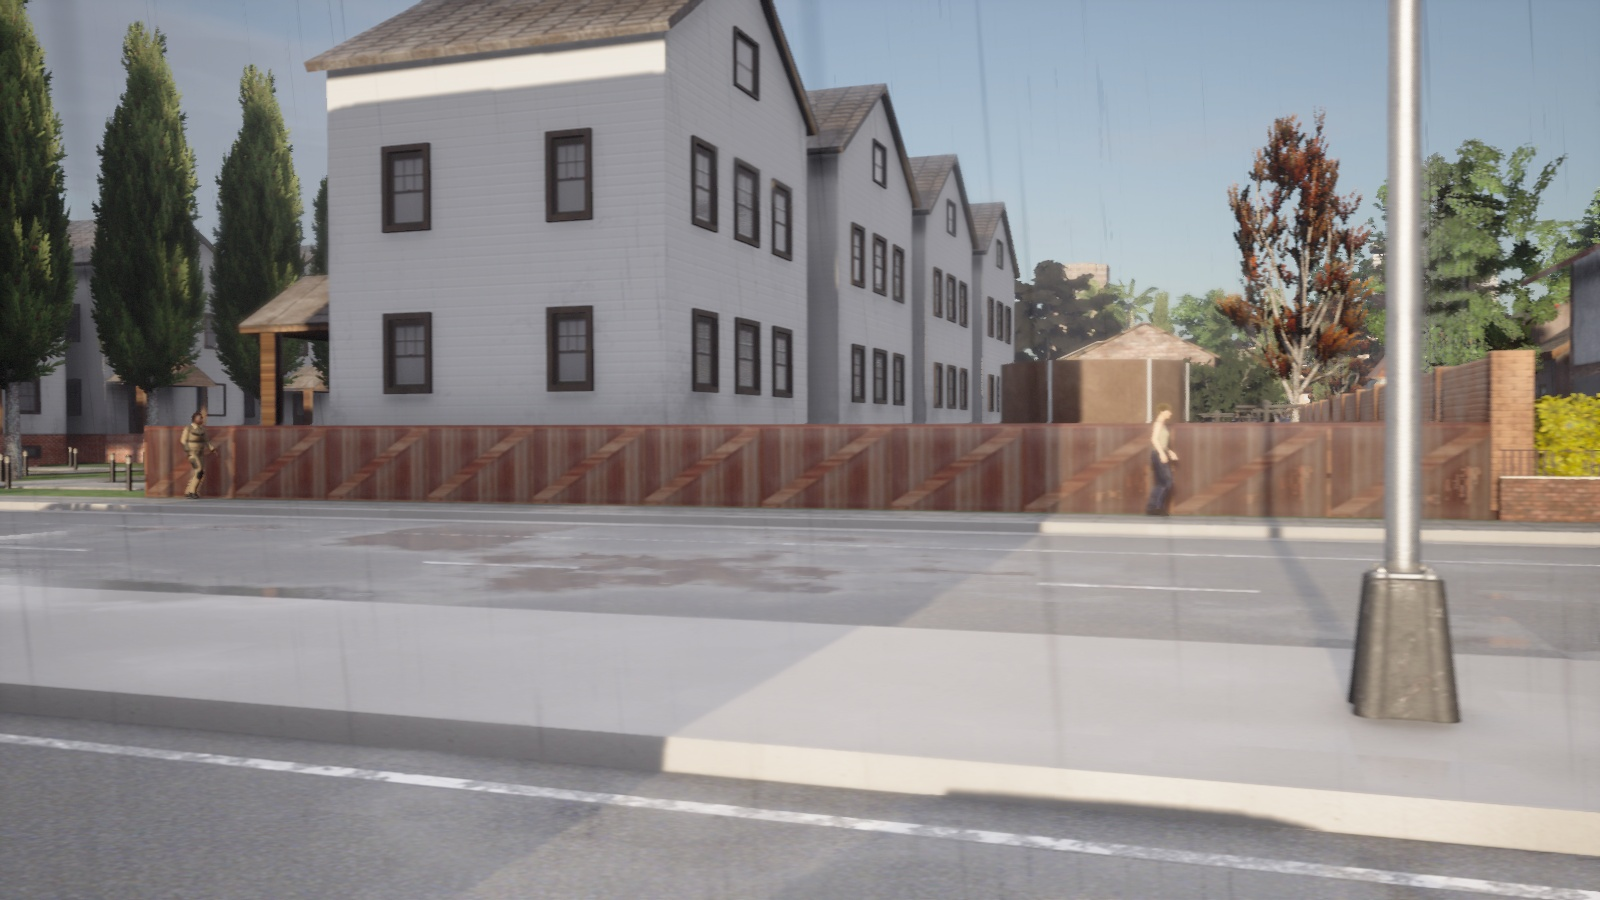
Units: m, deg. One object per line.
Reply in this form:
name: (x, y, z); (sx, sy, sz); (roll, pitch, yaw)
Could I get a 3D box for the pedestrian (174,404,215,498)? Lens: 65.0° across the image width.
pedestrian: (-12.669, 0.013, 26.276); (0.692, 1.930, 0.396); (1, 1, 19)

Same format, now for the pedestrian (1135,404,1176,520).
pedestrian: (5.704, 0.181, 20.122); (0.594, 1.836, 0.345); (1, 1, 20)
